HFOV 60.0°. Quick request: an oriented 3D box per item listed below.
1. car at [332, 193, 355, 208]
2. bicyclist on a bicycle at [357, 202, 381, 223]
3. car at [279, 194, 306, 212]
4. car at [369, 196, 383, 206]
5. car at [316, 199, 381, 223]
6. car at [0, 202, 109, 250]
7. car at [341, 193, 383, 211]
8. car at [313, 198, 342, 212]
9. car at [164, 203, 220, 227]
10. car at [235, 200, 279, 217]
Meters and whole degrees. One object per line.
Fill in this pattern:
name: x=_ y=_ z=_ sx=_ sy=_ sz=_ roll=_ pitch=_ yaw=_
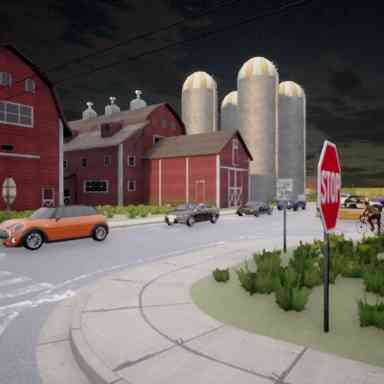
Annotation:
car: x=22.171 y=1.221 z=48.468 sx=2.150 sy=2.045 sz=5.566 roll=0 pitch=0 yaw=35
bicyclist on a bicycle: x=8.663 y=1.300 z=16.201 sx=0.582 sy=1.620 sz=1.656 roll=0 pitch=0 yaw=-21
car: x=12.106 y=1.221 z=40.166 sx=2.150 sy=2.045 sz=5.566 roll=0 pitch=0 yaw=34
car: x=32.682 y=1.480 z=56.274 sx=4.611 sy=1.667 sz=2.242 roll=0 pitch=0 yaw=35
car: x=11.562 y=1.505 z=25.054 sx=4.193 sy=1.474 sz=1.816 roll=0 pitch=0 yaw=35
car: x=-5.933 y=1.351 z=14.451 sx=2.097 sy=1.767 sz=4.553 roll=0 pitch=0 yaw=39
car: x=18.818 y=1.313 z=36.432 sx=3.866 sy=1.878 sz=1.905 roll=0 pitch=0 yaw=35
car: x=16.317 y=1.491 z=39.904 sx=2.128 sy=1.511 sz=4.902 roll=0 pitch=0 yaw=35
car: x=0.106 y=1.491 z=22.833 sx=2.128 sy=1.511 sz=4.902 roll=0 pitch=0 yaw=35
car: x=6.052 y=1.547 z=31.446 sx=2.033 sy=1.411 sz=5.357 roll=0 pitch=0 yaw=35
